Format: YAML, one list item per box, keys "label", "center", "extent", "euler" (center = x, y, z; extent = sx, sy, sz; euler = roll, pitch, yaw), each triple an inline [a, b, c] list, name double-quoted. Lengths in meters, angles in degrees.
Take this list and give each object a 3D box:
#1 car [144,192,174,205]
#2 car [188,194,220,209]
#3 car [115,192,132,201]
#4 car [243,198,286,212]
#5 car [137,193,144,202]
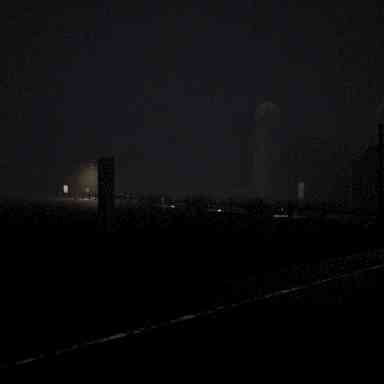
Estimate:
- label: "car"
  center: [-4.566, 0.965, 48.607]
  extent: [2.097, 1.767, 4.553]
  euler: [-1, 1, -36]
- label: "car"
  center: [1.319, 1.061, 40.432]
  extent: [2.097, 1.767, 4.553]
  euler: [-1, 1, -36]
- label: "car"
  center: [-13.623, 0.752, 66.004]
  extent: [2.097, 1.767, 4.553]
  euler: [-1, 1, -36]
- label: "car"
  center: [6.979, 1.326, 32.591]
  extent: [1.812, 1.442, 4.674]
  euler: [-1, 1, -35]
- label: "car"
  center: [-7.842, 0.849, 58.060]
  extent: [2.097, 1.767, 4.553]
  euler: [-1, 1, -35]
